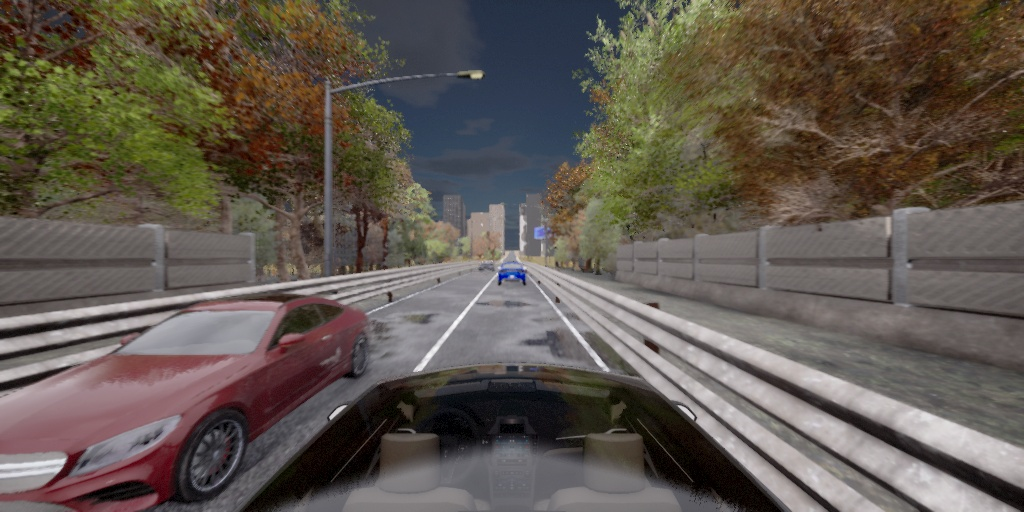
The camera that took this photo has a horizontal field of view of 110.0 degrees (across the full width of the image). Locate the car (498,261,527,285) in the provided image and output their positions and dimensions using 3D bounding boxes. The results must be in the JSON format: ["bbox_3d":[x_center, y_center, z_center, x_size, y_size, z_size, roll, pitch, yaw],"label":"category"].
[{"bbox_3d":[0.009,1.157,25.054,1.882,1.535,5.008,0,0,0],"label":"car"}]

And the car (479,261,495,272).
[{"bbox_3d":[-3.306,1.380,48.095,1.994,1.385,4.181,0,-1,1],"label":"car"}]

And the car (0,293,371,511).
[{"bbox_3d":[-3.337,1.257,4.526,1.812,1.442,4.674,0,0,0],"label":"car"}]
